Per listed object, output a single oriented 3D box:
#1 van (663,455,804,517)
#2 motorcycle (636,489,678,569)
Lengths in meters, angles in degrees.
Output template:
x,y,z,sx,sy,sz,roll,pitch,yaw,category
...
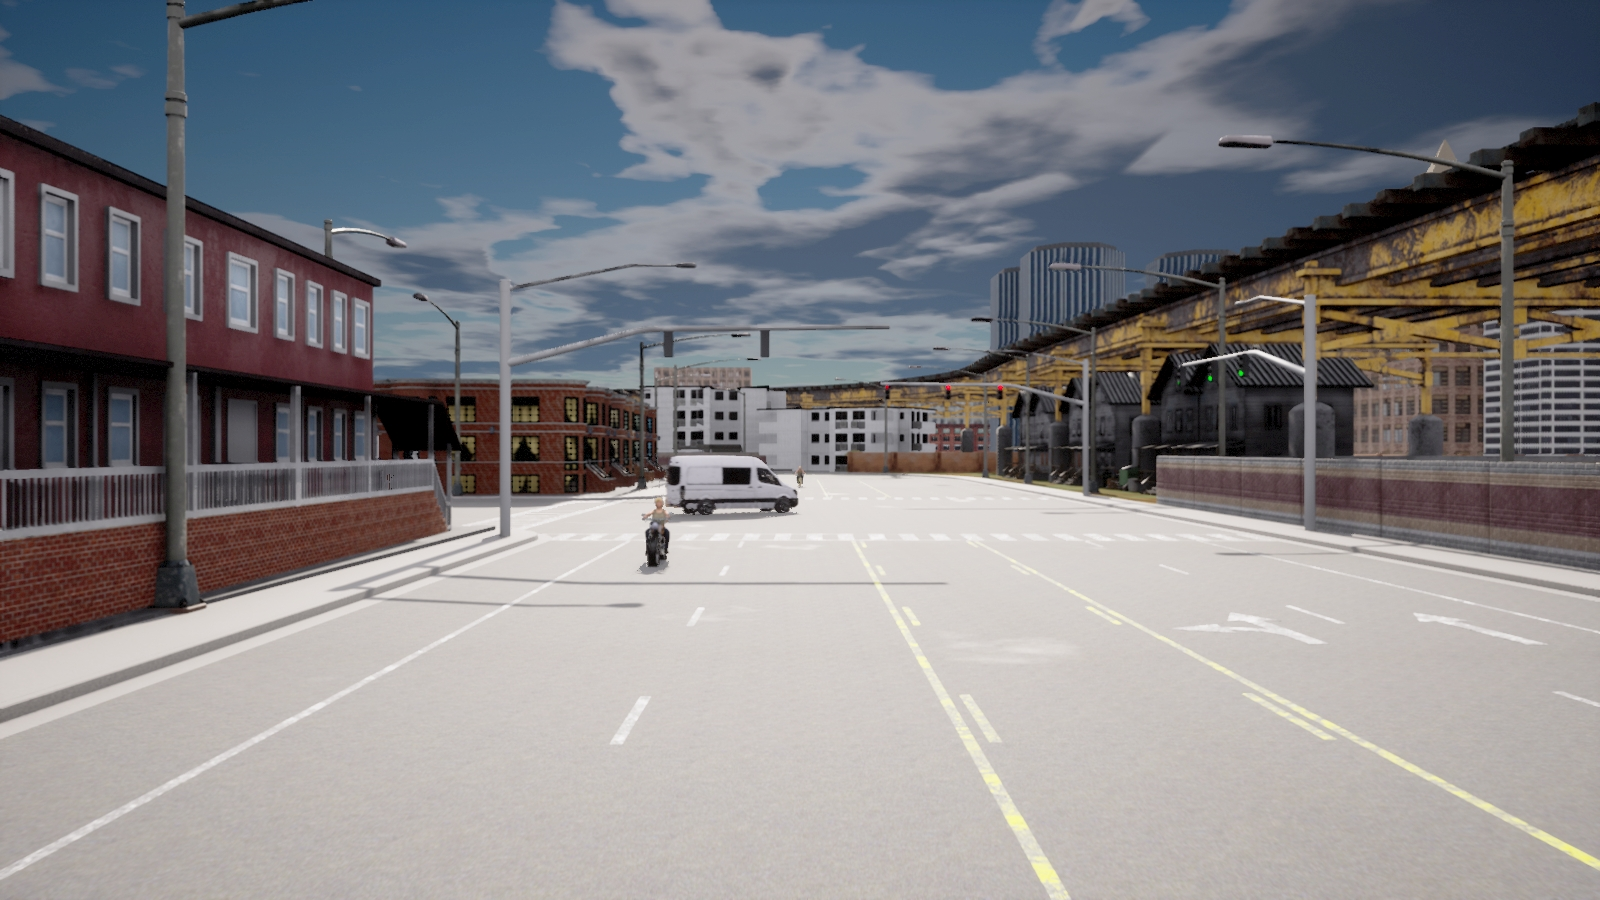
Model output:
x,y,z,sx,sy,sz,roll,pitch,yaw,category
-2.920,1.540,50.603,5.915,2.561,1.988,0,1,-27,van
-3.500,1.910,28.098,0.764,1.802,2.356,0,0,0,motorcycle
